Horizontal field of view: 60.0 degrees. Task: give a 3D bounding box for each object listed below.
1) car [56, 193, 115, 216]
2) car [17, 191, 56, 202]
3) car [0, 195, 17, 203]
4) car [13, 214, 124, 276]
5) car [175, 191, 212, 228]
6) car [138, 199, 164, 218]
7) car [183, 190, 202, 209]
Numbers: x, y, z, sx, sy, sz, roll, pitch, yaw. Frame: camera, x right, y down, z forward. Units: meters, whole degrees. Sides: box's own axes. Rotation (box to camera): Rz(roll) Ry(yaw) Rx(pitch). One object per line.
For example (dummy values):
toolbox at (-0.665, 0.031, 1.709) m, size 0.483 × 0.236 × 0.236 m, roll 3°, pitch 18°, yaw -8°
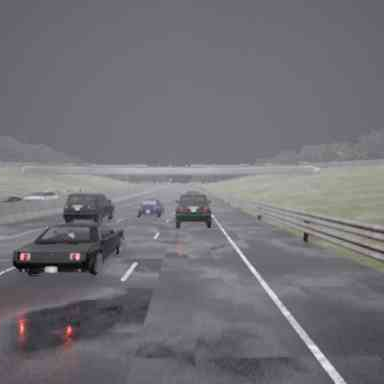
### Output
car at (-6.897, 1.083, 22.742) m, size 2.150 × 2.045 × 5.566 m, roll 0°, pitch 1°, yaw 0°
car at (-17.526, 0.881, 38.720) m, size 2.150 × 2.045 × 5.566 m, roll 0°, pitch 1°, yaw 0°
car at (-21.039, 1.147, 37.723) m, size 1.882 × 1.535 × 5.008 m, roll 0°, pitch 1°, yaw 1°
car at (-3.403, 1.581, 10.269) m, size 1.895 × 1.301 × 4.718 m, roll 0°, pitch 0°, yaw 0°
car at (0.093, 1.097, 21.469) m, size 2.150 × 2.045 × 5.566 m, roll 0°, pitch 1°, yaw 0°
car at (-3.410, 1.320, 28.048) m, size 1.812 × 1.442 × 4.674 m, roll 0°, pitch 1°, yaw 0°
car at (0.086, 0.850, 40.190) m, size 2.150 × 2.045 × 5.566 m, roll 0°, pitch 1°, yaw 0°
